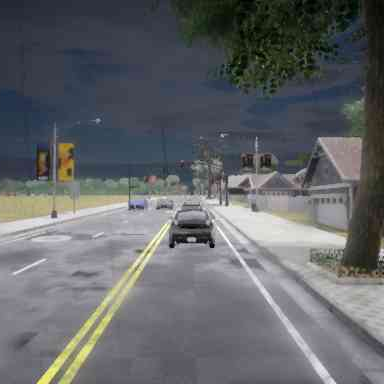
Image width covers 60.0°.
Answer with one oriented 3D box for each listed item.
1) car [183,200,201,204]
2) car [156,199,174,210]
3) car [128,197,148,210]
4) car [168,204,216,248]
[{"bbox_3d":[-0.001,1.436,29.658,2.128,1.511,4.902,0,0,0],"label":"car"},{"bbox_3d":[-3.251,1.506,40.662,1.994,1.385,4.181,0,0,0],"label":"car"},{"bbox_3d":[-6.501,1.418,40.662,1.882,1.535,5.008,0,0,0],"label":"car"},{"bbox_3d":[0.000,1.501,14.653,1.837,1.490,4.892,0,0,0],"label":"car"}]
